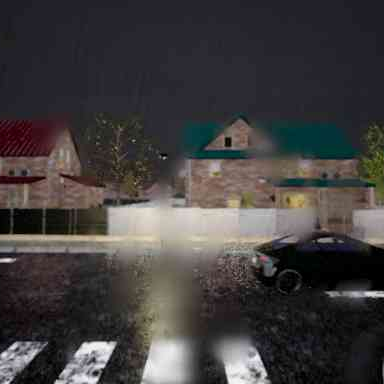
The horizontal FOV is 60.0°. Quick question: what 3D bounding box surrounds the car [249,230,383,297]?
[{"bbox_3d":[3.562,1.687,8.361,4.181,1.385,1.994,1,-1,0],"label":"car"}]
